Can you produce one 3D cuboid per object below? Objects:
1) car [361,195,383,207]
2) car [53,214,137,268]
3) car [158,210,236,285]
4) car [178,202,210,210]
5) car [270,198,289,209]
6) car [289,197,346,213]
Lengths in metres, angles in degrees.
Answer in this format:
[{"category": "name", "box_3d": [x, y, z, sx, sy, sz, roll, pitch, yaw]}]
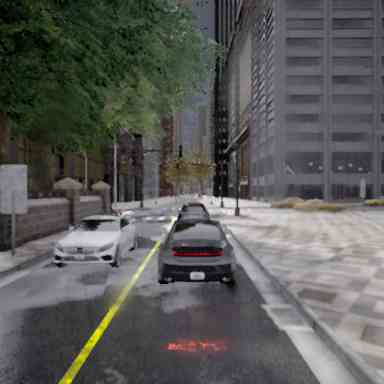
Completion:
[{"category": "car", "box_3d": [23.467, 1.121, 40.977, 4.829, 1.417, 1.752, -1, 1, 0]}, {"category": "car", "box_3d": [-3.055, 1.521, 11.418, 1.812, 1.442, 4.674, 0, 0, 0]}, {"category": "car", "box_3d": [0.118, 1.502, 9.421, 1.837, 1.490, 4.892, 0, 0, 0]}, {"category": "car", "box_3d": [0.110, 1.427, 20.596, 2.033, 1.649, 4.856, 0, 0, 1]}, {"category": "car", "box_3d": [12.126, 1.304, 41.045, 4.829, 1.417, 1.752, -1, 1, 0]}, {"category": "car", "box_3d": [12.424, 1.322, 32.519, 4.829, 1.417, 1.752, -1, 1, 0]}]
